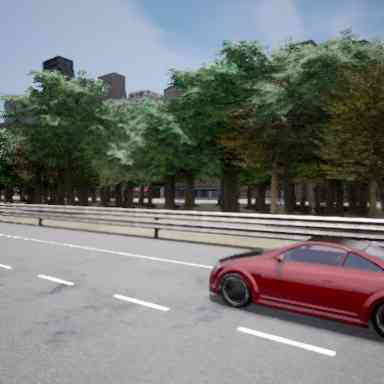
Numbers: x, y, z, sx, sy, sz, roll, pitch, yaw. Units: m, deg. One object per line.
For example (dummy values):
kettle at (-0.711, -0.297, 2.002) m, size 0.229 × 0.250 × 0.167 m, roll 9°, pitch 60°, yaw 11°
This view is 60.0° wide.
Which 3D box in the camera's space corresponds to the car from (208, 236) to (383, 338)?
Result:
car at (2.405, 1.564, 6.454) m, size 4.181 × 1.385 × 1.994 m, roll 0°, pitch 0°, yaw 36°
